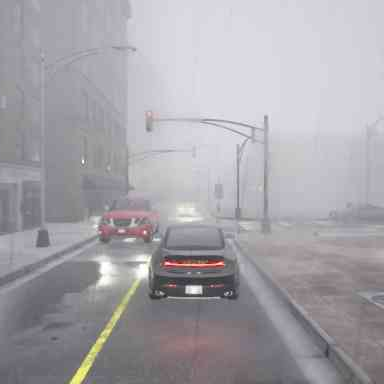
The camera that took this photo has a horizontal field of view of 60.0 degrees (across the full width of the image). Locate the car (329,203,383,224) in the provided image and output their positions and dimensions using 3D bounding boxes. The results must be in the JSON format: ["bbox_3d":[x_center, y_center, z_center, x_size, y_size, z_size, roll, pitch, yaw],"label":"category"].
[{"bbox_3d":[12.067,1.515,23.772,4.181,1.385,1.994,0,0,0],"label":"car"}]

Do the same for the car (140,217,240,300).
[{"bbox_3d":[0.060,1.505,8.385,1.837,1.490,4.892,0,0,1],"label":"car"}]

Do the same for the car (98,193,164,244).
[{"bbox_3d":[-2.838,1.223,16.194,2.150,2.045,5.566,0,0,0],"label":"car"}]

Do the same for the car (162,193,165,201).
[{"bbox_3d":[-8.384,1.294,70.057,5.566,2.045,2.150,0,0,9],"label":"car"}]
